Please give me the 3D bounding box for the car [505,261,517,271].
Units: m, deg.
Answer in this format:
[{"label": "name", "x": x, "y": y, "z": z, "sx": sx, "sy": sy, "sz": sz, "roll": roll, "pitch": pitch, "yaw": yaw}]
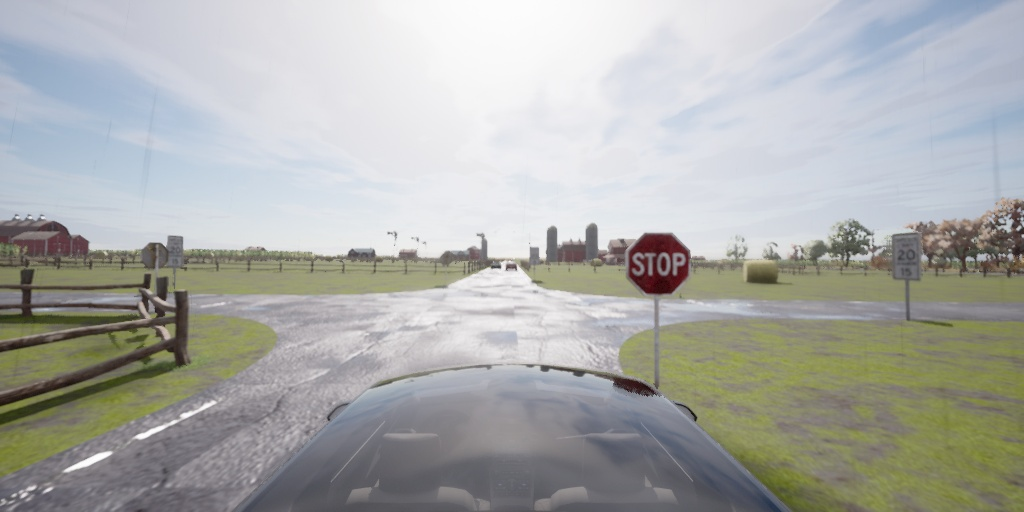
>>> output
[{"label": "car", "x": -0.110, "y": 1.632, "z": 60.113, "sx": 1.882, "sy": 1.535, "sz": 5.008, "roll": 0, "pitch": 0, "yaw": 0}]
